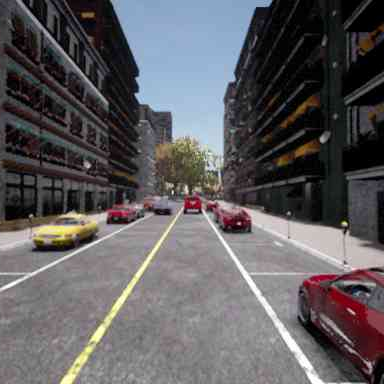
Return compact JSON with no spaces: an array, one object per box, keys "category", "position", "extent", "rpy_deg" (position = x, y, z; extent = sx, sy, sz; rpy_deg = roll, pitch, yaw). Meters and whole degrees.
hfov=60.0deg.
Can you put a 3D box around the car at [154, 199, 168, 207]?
[{"category":"car","position":[-5.640,1.995,61.169],"extent":[2.008,1.369,4.403],"rpy_deg":[1,0,0]}]

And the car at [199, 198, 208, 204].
[{"category":"car","position":[2.710,2.096,78.488],"extent":[1.752,1.417,4.829],"rpy_deg":[1,0,0]}]

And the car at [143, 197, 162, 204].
[{"category":"car","position":[-5.637,1.635,44.082],"extent":[2.192,1.841,5.009],"rpy_deg":[1,0,0]}]

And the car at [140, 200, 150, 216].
[{"category":"car","position":[-5.642,1.788,32.687],"extent":[2.008,1.369,4.403],"rpy_deg":[1,0,0]}]

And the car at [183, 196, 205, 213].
[{"category":"car","position":[0.103,1.517,41.249],"extent":[2.150,2.045,5.566],"rpy_deg":[0,-1,0]}]

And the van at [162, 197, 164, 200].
[{"category":"van","position":[-5.636,1.702,49.777],"extent":[1.690,1.788,3.998],"rpy_deg":[1,0,0]}]

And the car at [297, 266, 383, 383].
[{"category":"car","position":[2.703,1.614,4.267],"extent":[1.802,1.307,4.206],"rpy_deg":[1,0,0]}]

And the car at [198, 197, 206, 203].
[{"category":"car","position":[2.710,2.198,89.711],"extent":[1.887,1.381,4.507],"rpy_deg":[1,0,0]}]

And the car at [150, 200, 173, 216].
[{"category":"car","position":[-3.094,1.866,36.555],"extent":[1.895,1.301,4.718],"rpy_deg":[0,0,0]}]

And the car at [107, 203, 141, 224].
[{"category":"car","position":[-5.642,1.741,26.992],"extent":[1.887,1.381,4.507],"rpy_deg":[1,0,0]}]

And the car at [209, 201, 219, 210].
[{"category":"car","position":[2.705,1.741,27.052],"extent":[1.887,1.381,4.507],"rpy_deg":[1,0,0]}]

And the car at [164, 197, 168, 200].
[{"category":"car","position":[-5.638,1.843,55.473],"extent":[1.967,1.590,4.097],"rpy_deg":[1,0,0]}]

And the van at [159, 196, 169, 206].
[{"category":"van","position":[-5.636,1.827,66.866],"extent":[1.690,1.788,3.998],"rpy_deg":[1,0,0]}]

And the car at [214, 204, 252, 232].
[{"category":"car","position":[2.705,1.700,21.356],"extent":[1.887,1.381,4.507],"rpy_deg":[1,0,0]}]

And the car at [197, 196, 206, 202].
[{"category":"car","position":[2.714,2.010,95.408],"extent":[2.192,1.841,5.009],"rpy_deg":[1,0,0]}]

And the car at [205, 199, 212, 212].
[{"category":"car","position":[2.707,1.865,44.141],"extent":[1.887,1.381,4.507],"rpy_deg":[1,0,0]}]

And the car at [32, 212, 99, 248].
[{"category":"car","position":[-5.649,1.638,15.428],"extent":[1.752,1.417,4.829],"rpy_deg":[1,0,0]}]
